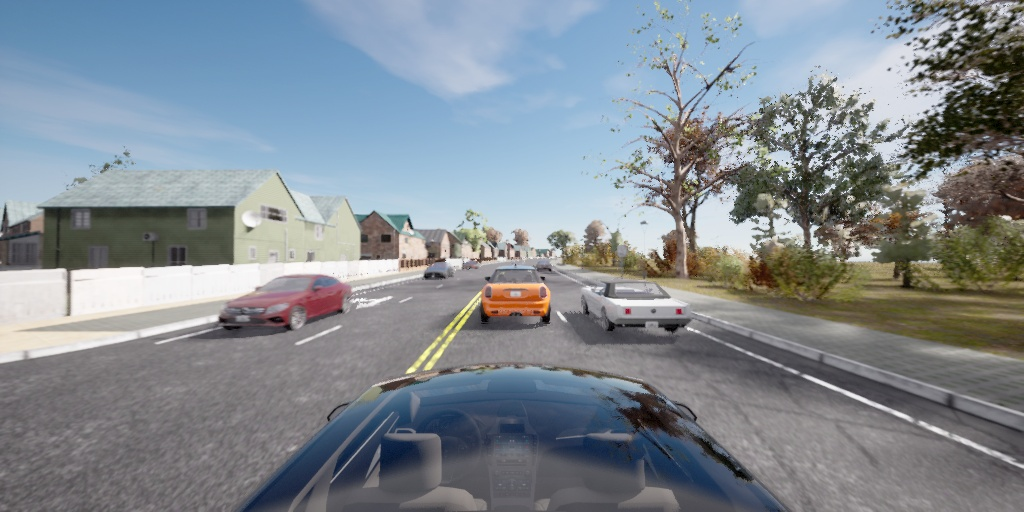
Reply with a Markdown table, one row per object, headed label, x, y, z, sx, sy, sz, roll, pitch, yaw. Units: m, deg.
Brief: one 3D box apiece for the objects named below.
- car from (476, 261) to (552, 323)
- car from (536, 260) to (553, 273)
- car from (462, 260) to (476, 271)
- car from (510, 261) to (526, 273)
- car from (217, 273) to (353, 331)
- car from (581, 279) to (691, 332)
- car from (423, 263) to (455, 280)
| label | x | y | z | sx | sy | sz | roll | pitch | yaw |
| --- | --- | --- | --- | --- | --- | --- | --- | --- | --- |
| car | 0.117 | 1.102 | 12.339 | 2.097 | 1.767 | 4.553 | 0 | 0 | 0 |
| car | 4.034 | 1.278 | 45.227 | 2.033 | 1.411 | 5.357 | 0 | 0 | 3 |
| car | -5.630 | 1.302 | 49.176 | 1.994 | 1.385 | 4.181 | 0 | 0 | 2 |
| car | 0.788 | 1.335 | 45.337 | 1.895 | 1.301 | 4.718 | 0 | 0 | 3 |
| car | -6.581 | 1.276 | 11.099 | 1.812 | 1.442 | 4.674 | 0 | 0 | 0 |
| car | 3.358 | 1.351 | 10.788 | 1.895 | 1.301 | 4.718 | 0 | 0 | 0 |
| car | -6.307 | 1.294 | 31.674 | 2.033 | 1.411 | 5.357 | 0 | 0 | 1 |
